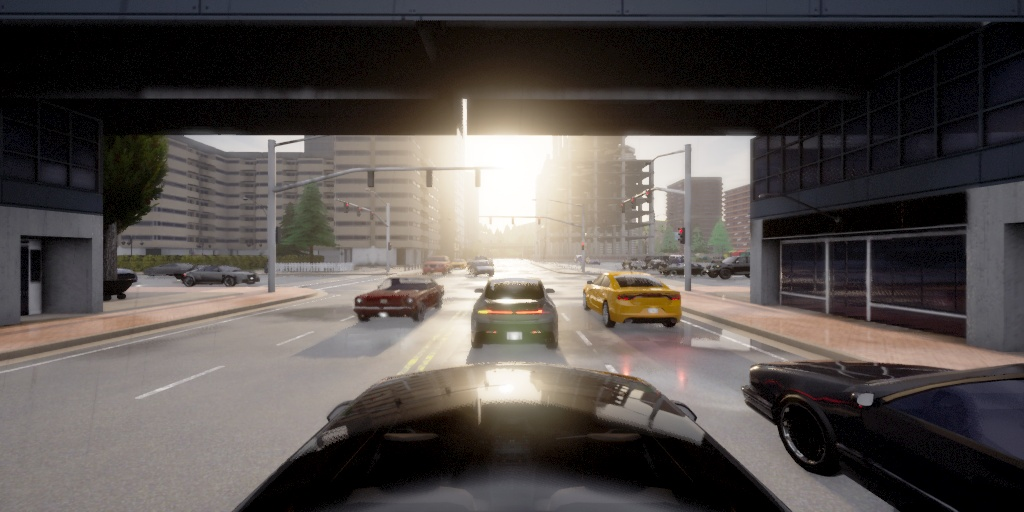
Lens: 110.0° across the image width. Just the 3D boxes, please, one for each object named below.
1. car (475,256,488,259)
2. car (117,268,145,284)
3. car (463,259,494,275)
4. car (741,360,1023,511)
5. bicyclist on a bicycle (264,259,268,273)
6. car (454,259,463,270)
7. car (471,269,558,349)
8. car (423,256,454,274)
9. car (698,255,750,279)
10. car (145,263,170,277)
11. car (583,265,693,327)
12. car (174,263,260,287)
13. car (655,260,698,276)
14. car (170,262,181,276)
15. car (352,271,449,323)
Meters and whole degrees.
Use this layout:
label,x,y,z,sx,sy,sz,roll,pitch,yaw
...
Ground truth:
label,x,y,z,sx,sy,sz,roll,pitch,yaw
car,-4.534,0.972,52.436,2.150,2.045,5.566,0,0,-1
car,-27.990,1.102,23.929,4.553,1.767,2.097,0,0,0
car,-3.215,1.298,36.139,2.033,1.411,5.357,0,0,-18
car,3.600,1.297,1.706,2.033,1.411,5.357,0,0,0
bicyclist on a bicycle,-26.006,1.051,38.419,0.582,1.620,1.656,0,0,0
car,-8.043,1.227,54.464,1.882,1.535,5.008,0,0,0
car,0.064,1.255,9.162,1.837,1.490,4.892,0,0,0
car,-7.861,0.972,37.961,2.150,2.045,5.566,0,0,-2
car,19.895,0.971,31.400,5.566,2.045,2.150,0,0,1
car,-32.738,1.314,34.603,4.181,1.385,1.994,0,0,0
car,3.575,1.228,11.533,1.882,1.535,5.008,0,0,0
car,-19.383,1.314,23.971,4.181,1.385,1.994,0,0,0
car,16.882,1.351,34.938,4.718,1.301,1.895,0,0,0
car,-22.758,1.351,27.451,4.718,1.301,1.895,0,0,0
car,-3.610,1.351,12.287,1.895,1.301,4.718,0,0,0
